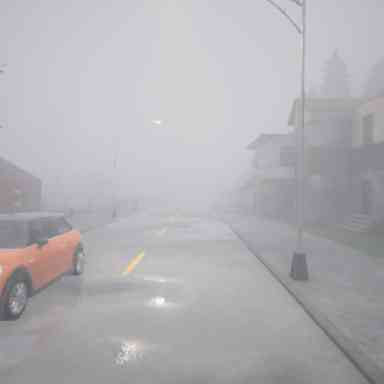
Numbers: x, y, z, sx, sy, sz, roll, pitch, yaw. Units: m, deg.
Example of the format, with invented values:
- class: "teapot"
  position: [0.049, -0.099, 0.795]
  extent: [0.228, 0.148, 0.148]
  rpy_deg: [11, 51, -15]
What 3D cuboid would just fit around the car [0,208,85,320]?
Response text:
- class: "car"
  position: [-3.974, 1.284, 7.148]
  extent: [2.097, 1.767, 4.553]
  rpy_deg: [1, 0, 1]
